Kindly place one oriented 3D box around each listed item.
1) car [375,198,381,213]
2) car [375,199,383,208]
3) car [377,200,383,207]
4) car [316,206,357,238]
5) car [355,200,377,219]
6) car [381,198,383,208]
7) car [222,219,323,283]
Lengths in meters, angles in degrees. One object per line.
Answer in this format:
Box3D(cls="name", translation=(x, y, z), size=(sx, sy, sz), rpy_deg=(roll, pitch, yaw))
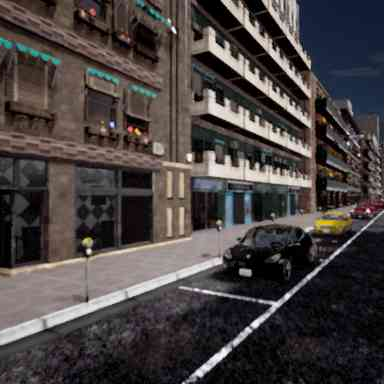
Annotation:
Box3D(cls="car", translation=(20.487, 1.821, 39.007), size=(2.192, 1.841, 5.009), rpy_deg=(0, -1, 32))
Box3D(cls="car", translation=(38.449, 2.304, 67.656), size=(1.967, 1.590, 4.097), rpy_deg=(0, -1, 32))
Box3D(cls="car", translation=(41.444, 2.467, 72.431), size=(1.887, 1.381, 4.507), rpy_deg=(0, -1, 32))
Box3D(cls="car", translation=(8.421, 1.787, 19.759), size=(1.752, 1.417, 4.829), rpy_deg=(0, -1, 32))
Box3D(cls="car", translation=(17.493, 1.885, 34.231), size=(1.967, 1.590, 4.097), rpy_deg=(0, -1, 32))
Box3D(cls="car", translation=(35.456, 2.119, 62.883), size=(2.192, 1.841, 5.009), rpy_deg=(0, -1, 32))
Box3D(cls="car", translation=(2.523, 1.707, 10.352), size=(1.947, 1.339, 4.313), rpy_deg=(0, -1, 32))
